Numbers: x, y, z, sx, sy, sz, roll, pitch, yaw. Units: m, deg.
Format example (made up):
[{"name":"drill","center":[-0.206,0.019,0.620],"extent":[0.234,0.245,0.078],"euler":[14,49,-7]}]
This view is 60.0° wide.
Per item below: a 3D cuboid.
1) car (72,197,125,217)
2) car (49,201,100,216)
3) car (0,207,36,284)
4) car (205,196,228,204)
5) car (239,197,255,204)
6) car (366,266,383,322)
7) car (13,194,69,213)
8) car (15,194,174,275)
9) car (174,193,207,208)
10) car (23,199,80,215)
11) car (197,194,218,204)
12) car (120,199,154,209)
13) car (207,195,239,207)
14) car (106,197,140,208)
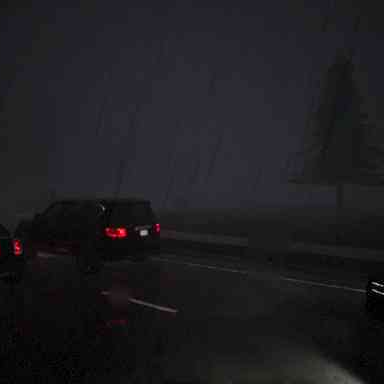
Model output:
[{"name":"car","center":[-8.904,1.351,32.061],"extent":[2.097,1.767,4.553],"euler":[0,0,36]},{"name":"car","center":[-11.880,1.599,33.925],"extent":[1.895,1.301,4.718],"euler":[0,0,36]},{"name":"car","center":[-6.249,1.351,8.414],"extent":[4.553,1.767,2.097],"euler":[0,0,36]},{"name":"car","center":[4.563,1.475,62.265],"extent":[1.882,1.535,5.008],"euler":[0,0,37]},{"name":"car","center":[10.200,1.613,63.969],"extent":[2.033,1.411,5.357],"euler":[0,0,36]},{"name":"car","center":[5.202,1.478,4.577],"extent":[5.008,1.535,1.882],"euler":[0,0,36]},{"name":"car","center":[-17.317,1.219,38.348],"extent":[2.150,2.045,5.566],"euler":[0,0,36]},{"name":"car","center":[-3.505,1.221,10.755],"extent":[5.566,2.045,2.150],"euler":[0,0,36]},{"name":"car","center":[-0.539,1.219,49.439],"extent":[2.150,2.045,5.566],"euler":[0,0,36]},{"name":"car","center":[-14.933,1.545,35.679],"extent":[2.033,1.411,5.357],"euler":[0,0,36]},{"name":"car","center":[3.129,1.349,66.204],"extent":[2.097,1.767,4.553],"euler":[0,0,37]},{"name":"car","center":[-7.507,1.599,45.837],"extent":[1.895,1.301,4.718],"euler":[0,0,36]},{"name":"car","center":[4.577,1.546,50.502],"extent":[2.033,1.411,5.357],"euler":[0,0,36]},{"name":"car","center":[-9.977,1.502,48.388],"extent":[1.837,1.490,4.892],"euler":[0,0,36]}]
